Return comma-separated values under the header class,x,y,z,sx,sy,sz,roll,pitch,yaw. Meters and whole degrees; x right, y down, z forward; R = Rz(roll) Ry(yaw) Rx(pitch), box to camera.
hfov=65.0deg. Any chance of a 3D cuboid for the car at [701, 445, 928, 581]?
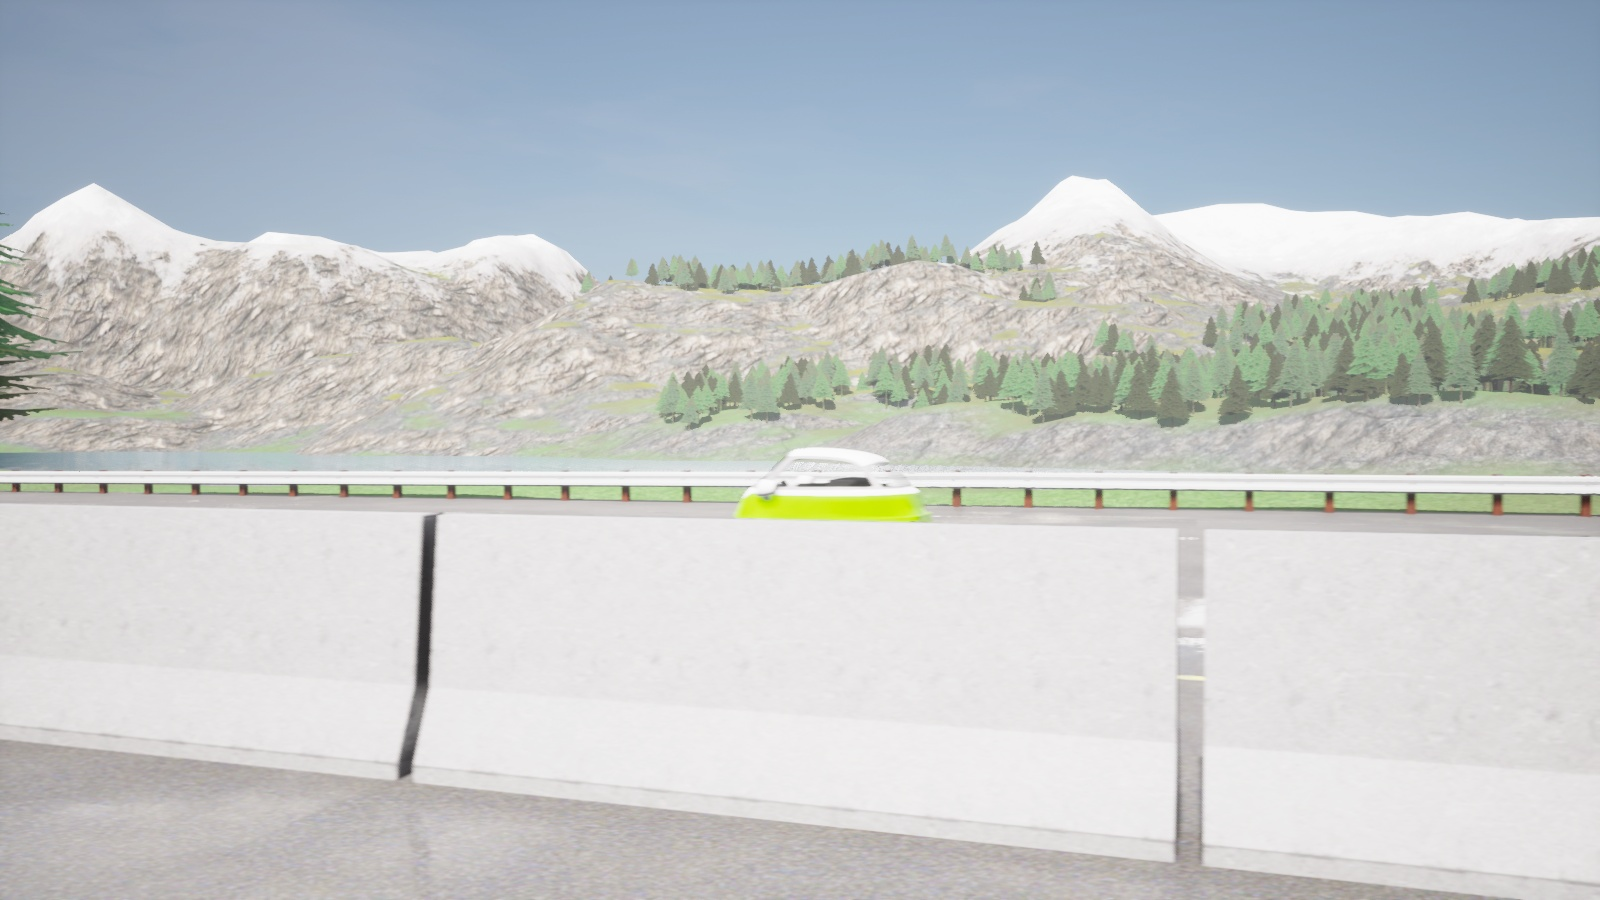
class,x,y,z,sx,sy,sz,roll,pitch,yaw
car,0.197,0.654,14.205,2.207,1.376,1.481,1,1,19
